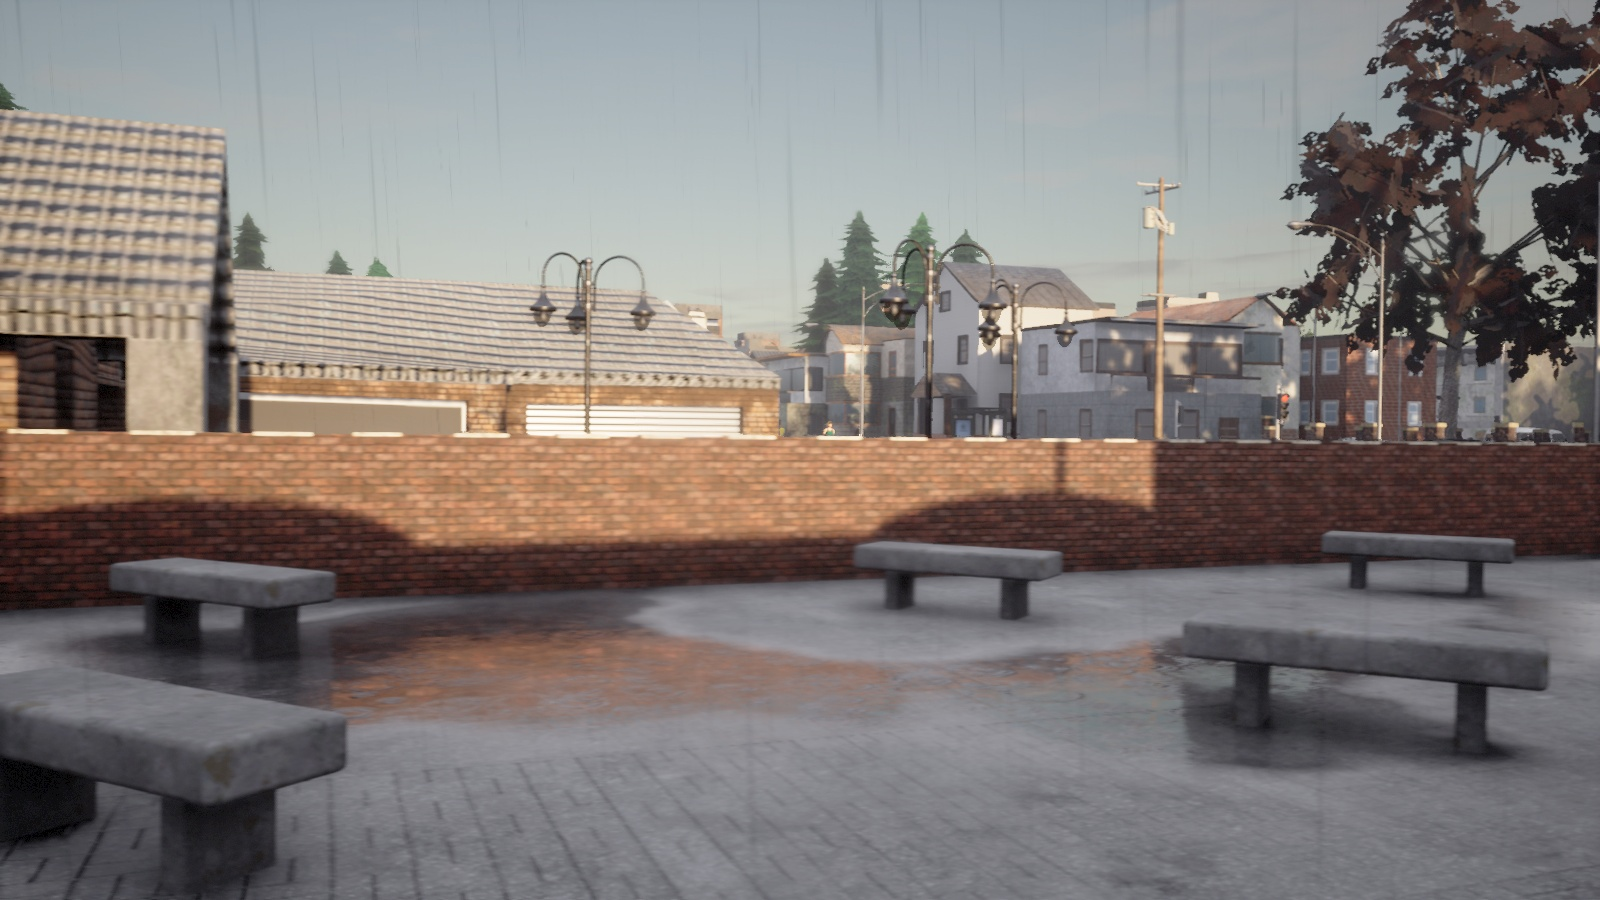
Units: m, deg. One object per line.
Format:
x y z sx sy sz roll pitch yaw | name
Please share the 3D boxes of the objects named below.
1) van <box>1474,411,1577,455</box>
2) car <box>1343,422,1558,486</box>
35.426 -0.835 61.342 4.480 2.038 2.069 -1 1 -23 | van
17.033 0.064 33.204 1.882 1.535 5.008 -1 1 -23 | car
